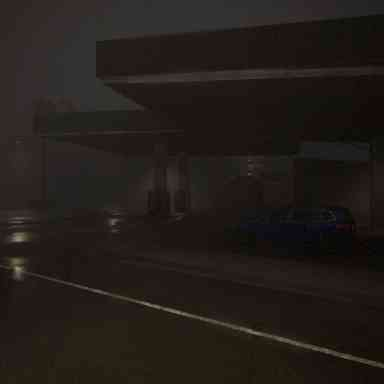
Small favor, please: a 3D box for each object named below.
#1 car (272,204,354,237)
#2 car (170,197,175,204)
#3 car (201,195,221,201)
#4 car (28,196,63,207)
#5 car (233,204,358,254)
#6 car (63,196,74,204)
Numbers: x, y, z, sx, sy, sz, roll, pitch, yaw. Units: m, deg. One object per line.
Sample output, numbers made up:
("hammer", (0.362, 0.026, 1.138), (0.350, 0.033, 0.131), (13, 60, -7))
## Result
("car", (6.567, 1.456, 18.137), (3.806, 1.475, 1.970), (0, 0, 35))
("car", (-3.361, 1.563, 62.767), (1.994, 1.385, 4.181), (0, 0, 31))
("car", (4.683, 1.500, 80.587), (4.892, 1.490, 1.837), (0, 0, -9))
("car", (-22.091, 1.564, 49.503), (1.994, 1.385, 4.181), (0, 0, 35))
("car", (3.886, 1.295, 12.999), (4.611, 1.667, 2.242), (0, 0, 35))
("car", (-25.054, 1.500, 63.734), (1.837, 1.490, 4.892), (-1, 0, 40))
